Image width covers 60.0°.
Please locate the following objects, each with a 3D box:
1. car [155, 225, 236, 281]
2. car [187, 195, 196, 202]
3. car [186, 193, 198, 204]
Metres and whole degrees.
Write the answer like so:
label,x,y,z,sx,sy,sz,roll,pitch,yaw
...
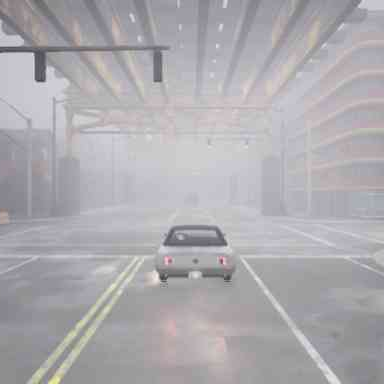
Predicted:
label,x,y,z,sx,sy,sz,roll,pitch,yaw
car,0.088,1.615,9.858,1.895,1.301,4.718,0,0,0
car,-0.055,1.446,73.654,1.837,1.490,4.892,0,1,0
car,0.052,1.240,63.068,2.150,2.045,5.566,0,0,0
